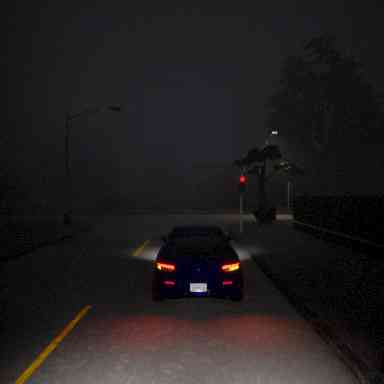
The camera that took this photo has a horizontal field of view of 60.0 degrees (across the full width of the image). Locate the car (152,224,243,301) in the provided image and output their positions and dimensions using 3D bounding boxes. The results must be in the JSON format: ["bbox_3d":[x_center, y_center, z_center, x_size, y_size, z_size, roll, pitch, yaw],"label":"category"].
[{"bbox_3d":[0.122,1.526,8.192,1.812,1.442,4.674,0,0,0],"label":"car"}]
